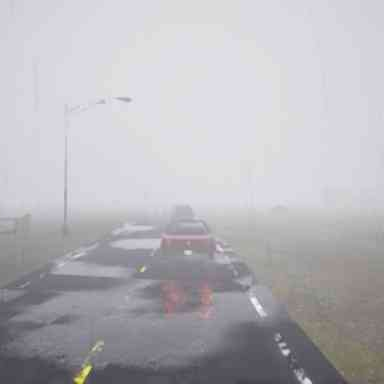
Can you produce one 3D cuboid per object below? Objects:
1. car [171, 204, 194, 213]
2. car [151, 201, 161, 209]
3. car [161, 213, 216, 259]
[{"bbox_3d":[-0.834,1.825,29.325,1.882,1.535,5.008,0,0,-3],"label":"car"},{"bbox_3d":[-6.570,2.362,61.081,1.895,1.301,4.718,1,-1,-6],"label":"car"},{"bbox_3d":[-0.156,1.753,13.293,1.895,1.301,4.718,0,-1,-1],"label":"car"}]
